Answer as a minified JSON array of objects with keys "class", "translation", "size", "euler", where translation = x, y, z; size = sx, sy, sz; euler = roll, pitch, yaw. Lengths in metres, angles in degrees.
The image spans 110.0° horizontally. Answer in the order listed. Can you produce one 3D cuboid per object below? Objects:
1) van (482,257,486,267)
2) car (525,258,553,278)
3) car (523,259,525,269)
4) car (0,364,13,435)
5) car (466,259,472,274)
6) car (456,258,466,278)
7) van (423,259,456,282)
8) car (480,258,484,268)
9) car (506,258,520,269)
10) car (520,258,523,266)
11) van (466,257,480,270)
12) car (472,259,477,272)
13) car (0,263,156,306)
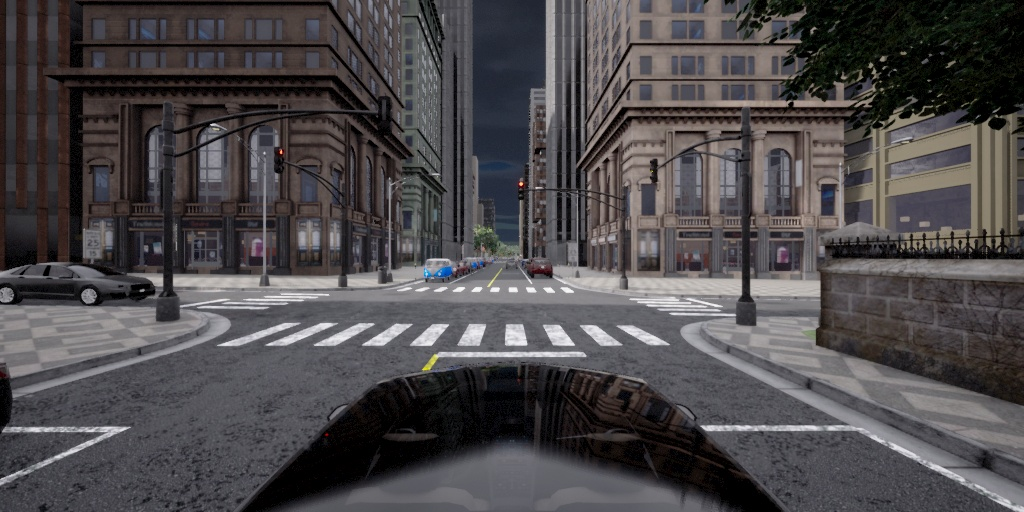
[{"class":"van","translation":[-5.903,1.151,60.995],"size":[1.690,1.789,3.998],"euler":[0,0,0]},{"class":"car","translation":[2.687,1.085,33.818],"size":[2.192,1.841,5.009],"euler":[0,0,0]},{"class":"car","translation":[2.674,1.092,39.258],"size":[2.192,1.841,5.009],"euler":[0,0,0]},{"class":"car","translation":[-5.762,1.316,1.691],"size":[1.948,1.339,4.313],"euler":[0,0,0]},{"class":"car","translation":[-5.851,1.322,39.229],"size":[1.888,1.381,4.507],"euler":[0,0,0]},{"class":"car","translation":[-5.838,1.210,33.789],"size":[1.967,1.591,4.097],"euler":[0,0,0]},{"class":"van","translation":[-5.825,1.105,28.348],"size":[1.690,1.789,3.998],"euler":[0,0,0]},{"class":"car","translation":[-5.890,1.347,55.553],"size":[1.888,1.381,4.507],"euler":[0,0,0]},{"class":"car","translation":[-0.034,1.295,57.887],"size":[2.128,1.511,4.902],"euler":[0,0,0]},{"class":"car","translation":[2.635,1.352,55.580],"size":[2.007,1.370,4.403],"euler":[0,0,0]},{"class":"van","translation":[-5.877,1.134,50.112],"size":[1.690,1.789,3.998],"euler":[0,0,0]},{"class":"car","translation":[-5.864,1.351,44.670],"size":[1.948,1.339,4.313],"euler":[0,0,0]},{"class":"car","translation":[-16.518,1.024,13.616],"size":[4.892,1.490,1.837],"euler":[1,0,-1]}]
